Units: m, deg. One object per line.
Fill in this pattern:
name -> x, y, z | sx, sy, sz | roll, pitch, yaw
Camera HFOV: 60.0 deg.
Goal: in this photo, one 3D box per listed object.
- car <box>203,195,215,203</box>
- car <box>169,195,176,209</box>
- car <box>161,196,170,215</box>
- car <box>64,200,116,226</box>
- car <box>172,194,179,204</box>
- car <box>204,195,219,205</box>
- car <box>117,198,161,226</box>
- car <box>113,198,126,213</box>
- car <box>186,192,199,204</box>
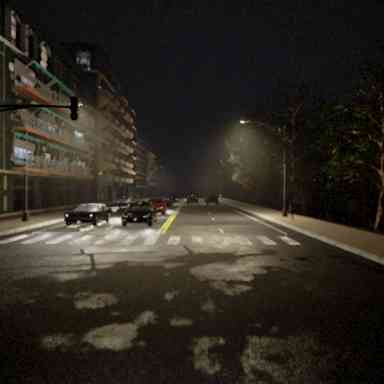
car -> 3.256, 1.238, 63.495 | 2.033, 1.411, 5.357 | 0, 0, 0
car -> -3.335, 1.359, 40.781 | 1.895, 1.301, 4.718 | 0, 0, 0
car -> -3.343, 1.331, 31.137 | 1.812, 1.442, 4.674 | 0, 0, 0
car -> -6.601, 1.435, 21.599 | 1.895, 1.301, 4.718 | 0, 0, 0
car -> -3.249, 1.193, 56.607 | 1.837, 1.490, 4.892 | 0, 0, 0
car -> 3.256, 1.243, 53.075 | 1.837, 1.490, 4.892 | 0, 0, 0
car -> -3.344, 1.357, 21.948 | 1.837, 1.490, 4.892 | 0, 0, 0
car -> -6.595, 1.279, 30.906 | 2.128, 1.511, 4.902 | 0, 0, 0
car -> 0.107, 1.209, 53.482 | 2.128, 1.511, 4.902 | 0, 0, 0
